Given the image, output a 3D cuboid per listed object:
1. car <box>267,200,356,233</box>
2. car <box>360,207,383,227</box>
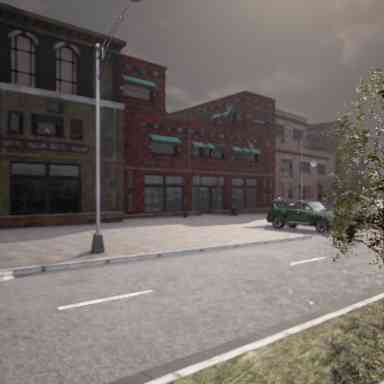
[{"bbox_3d":[7.710,1.566,22.596,2.435,2.045,5.566,2,-1,-40],"label":"car"},{"bbox_3d":[11.841,1.991,26.163,2.163,1.488,4.792,2,-1,-41],"label":"car"}]
